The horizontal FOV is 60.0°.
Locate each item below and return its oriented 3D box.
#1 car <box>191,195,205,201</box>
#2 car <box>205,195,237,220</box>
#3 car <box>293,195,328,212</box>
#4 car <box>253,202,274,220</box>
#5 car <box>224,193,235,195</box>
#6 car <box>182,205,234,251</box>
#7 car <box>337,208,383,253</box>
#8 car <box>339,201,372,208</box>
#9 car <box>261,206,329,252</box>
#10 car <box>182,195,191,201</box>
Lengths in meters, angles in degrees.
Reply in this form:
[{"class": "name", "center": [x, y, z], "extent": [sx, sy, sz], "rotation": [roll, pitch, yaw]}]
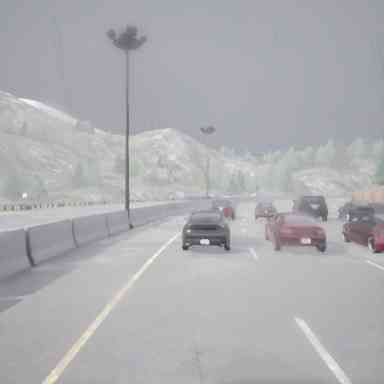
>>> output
[{"class": "car", "center": [2.260, 1.446, 79.770], "extent": [1.882, 1.535, 5.008], "rotation": [0, 0, 27]}, {"class": "car", "center": [2.703, 1.364, 28.468], "extent": [2.097, 1.767, 4.553], "rotation": [0, 0, 11]}, {"class": "car", "center": [9.592, 1.255, 27.224], "extent": [2.150, 2.045, 5.566], "rotation": [0, 0, 11]}, {"class": "car", "center": [6.148, 1.561, 27.846], "extent": [2.033, 1.411, 5.357], "rotation": [0, 0, 11]}, {"class": "car", "center": [8.378, 1.201, 76.364], "extent": [2.150, 2.045, 5.566], "rotation": [0, 0, 27]}, {"class": "car", "center": [0.679, 1.514, 14.137], "extent": [1.837, 1.490, 4.892], "rotation": [0, 0, 5]}, {"class": "car", "center": [7.648, 1.570, 13.483], "extent": [1.994, 1.385, 4.181], "rotation": [0, 0, 5]}, {"class": "car", "center": [13.025, 1.514, 26.543], "extent": [1.837, 1.490, 4.892], "rotation": [0, 0, 11]}, {"class": "car", "center": [4.163, 1.530, 13.810], "extent": [1.812, 1.442, 4.674], "rotation": [0, 0, 5]}, {"class": "car", "center": [-0.805, 1.517, 81.460], "extent": [1.994, 1.385, 4.181], "rotation": [0, 0, 27]}]
